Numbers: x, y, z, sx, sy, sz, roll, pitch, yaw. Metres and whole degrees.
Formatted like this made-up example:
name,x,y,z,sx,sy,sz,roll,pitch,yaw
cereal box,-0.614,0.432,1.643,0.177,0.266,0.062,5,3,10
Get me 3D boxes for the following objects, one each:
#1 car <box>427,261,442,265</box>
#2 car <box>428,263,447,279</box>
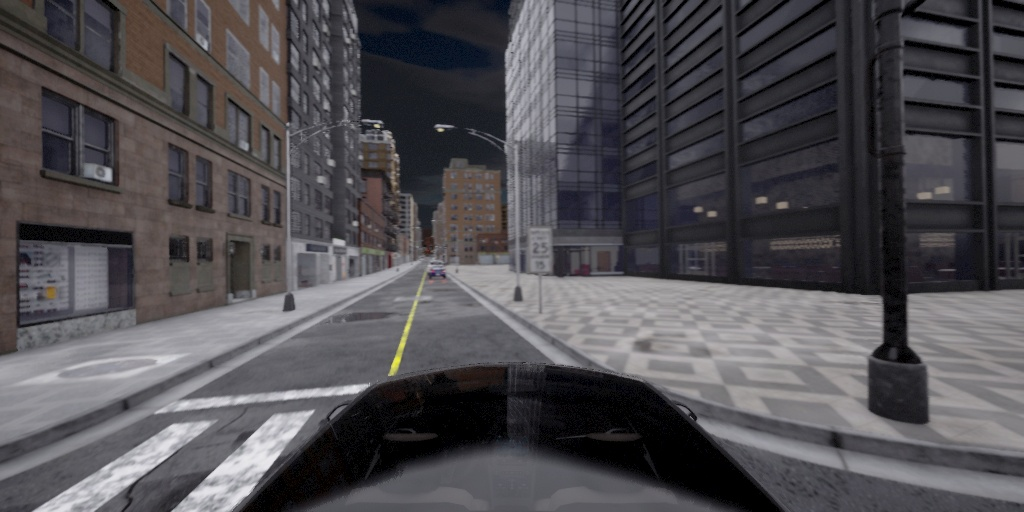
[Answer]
name,x,y,z,sx,sy,sz,roll,pitch,yaw
car,-10.930,1.687,51.405,2.150,2.045,5.566,-1,0,-13
car,-8.674,1.883,41.822,1.812,1.442,4.674,-1,-1,-13
